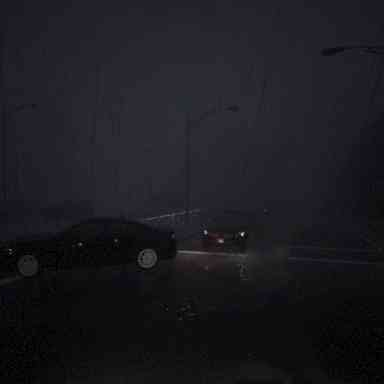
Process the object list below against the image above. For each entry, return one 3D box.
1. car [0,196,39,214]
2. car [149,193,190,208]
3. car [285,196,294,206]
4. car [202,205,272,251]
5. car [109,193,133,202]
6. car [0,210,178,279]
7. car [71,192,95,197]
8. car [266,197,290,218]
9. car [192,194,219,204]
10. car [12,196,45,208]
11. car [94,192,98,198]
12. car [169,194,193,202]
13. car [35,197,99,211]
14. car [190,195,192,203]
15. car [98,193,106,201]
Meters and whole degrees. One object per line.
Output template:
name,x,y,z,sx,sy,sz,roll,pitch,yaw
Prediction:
car,-15.171,1.355,29.404,3.806,1.475,1.970,0,0,18
car,-3.044,1.073,41.795,4.605,1.855,1.932,0,0,18
car,15.629,1.465,54.224,2.128,1.511,4.902,0,0,19
car,1.972,1.513,14.306,1.812,1.442,4.674,0,0,23
car,-13.927,1.044,65.314,4.605,1.855,1.932,0,0,18
car,-2.927,1.475,9.924,5.008,1.535,1.882,0,0,-19
car,-18.562,1.248,53.730,4.514,1.523,2.007,0,0,18
car,7.503,1.486,30.002,1.837,1.490,4.892,0,0,19
car,1.557,1.124,56.812,5.027,1.636,2.152,0,0,18
car,-21.779,1.273,44.270,3.633,1.501,1.845,0,0,18
car,-21.979,1.297,67.974,3.806,1.475,1.970,0,0,18
car,-2.229,1.256,68.713,4.514,1.523,2.007,0,0,18
car,-9.083,1.355,24.219,3.633,1.501,1.845,0,0,18
car,-2.511,1.051,44.681,3.866,1.878,1.905,0,0,18
car,-20.342,1.013,70.932,3.866,1.878,1.905,0,0,18
